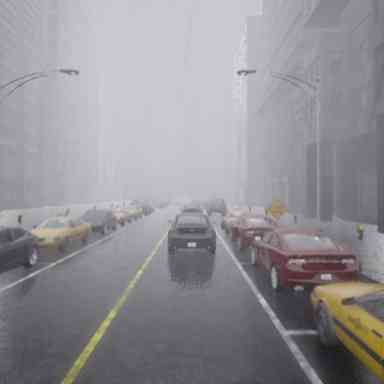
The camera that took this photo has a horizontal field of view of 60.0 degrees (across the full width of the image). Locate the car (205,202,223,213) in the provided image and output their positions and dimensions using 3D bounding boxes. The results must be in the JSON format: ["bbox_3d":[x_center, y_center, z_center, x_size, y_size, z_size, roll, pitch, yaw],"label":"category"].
[{"bbox_3d":[2.741,1.965,42.908,2.008,1.369,4.403,0,-1,0],"label":"car"}]

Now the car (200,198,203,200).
[{"bbox_3d":[2.736,2.079,54.188,2.008,1.369,4.403,0,-1,0],"label":"car"}]

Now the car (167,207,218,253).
[{"bbox_3d":[-0.003,1.643,14.295,1.837,1.490,4.892,0,0,0],"label":"car"}]

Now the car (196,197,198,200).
[{"bbox_3d":[2.724,2.389,82.389,1.947,1.339,4.313,0,-1,0],"label":"car"}]

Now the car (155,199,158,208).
[{"bbox_3d":[-5.784,1.938,42.728,1.752,1.417,4.829,0,-1,0],"label":"car"}]

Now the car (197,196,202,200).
[{"bbox_3d":[2.728,2.144,71.110,1.967,1.590,4.097,0,-1,0],"label":"car"}]

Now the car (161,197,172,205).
[{"bbox_3d":[-5.800,2.079,76.742,2.192,1.841,5.009,0,-1,0],"label":"car"}]

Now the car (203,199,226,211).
[{"bbox_3d":[2.743,1.673,37.270,2.192,1.841,5.009,0,-1,0],"label":"car"}]

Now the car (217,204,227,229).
[{"bbox_3d":[2.751,1.720,20.518,1.752,1.417,4.829,0,-1,0],"label":"car"}]

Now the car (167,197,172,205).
[{"bbox_3d":[-5.795,1.960,65.461,2.192,1.841,5.009,0,-1,0],"label":"car"}]

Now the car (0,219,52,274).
[{"bbox_3d":[-5.769,1.652,9.055,1.947,1.339,4.313,0,-1,0],"label":"car"}]

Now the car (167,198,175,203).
[{"bbox_3d":[-5.806,2.508,93.661,1.947,1.339,4.313,0,-1,0],"label":"car"}]

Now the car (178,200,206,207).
[{"bbox_3d":[-0.010,1.788,29.306,1.837,1.490,4.892,0,0,0],"label":"car"}]

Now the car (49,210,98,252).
[{"bbox_3d":[-5.771,1.663,14.525,1.752,1.417,4.829,0,-1,0],"label":"car"}]

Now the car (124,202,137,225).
[{"bbox_3d":[-5.777,1.771,25.806,1.752,1.417,4.829,0,-1,0],"label":"car"}]

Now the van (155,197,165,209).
[{"bbox_3d":[-5.790,1.869,54.181,1.690,1.788,3.998,0,-1,0],"label":"van"}]

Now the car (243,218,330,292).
[{"bbox_3d":[2.756,1.631,9.067,1.887,1.381,4.507,0,-1,0],"label":"car"}]

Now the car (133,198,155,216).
[{"bbox_3d":[-5.782,1.673,37.259,2.192,1.841,5.009,0,-1,0],"label":"car"}]

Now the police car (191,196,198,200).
[{"bbox_3d":[0.806,2.275,84.875,1.930,1.638,5.238,0,-1,-1],"label":"police car"}]

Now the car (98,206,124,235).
[{"bbox_3d":[-5.774,1.759,20.336,1.947,1.339,4.313,0,-1,0],"label":"car"}]

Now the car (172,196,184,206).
[{"bbox_3d":[-3.031,2.179,71.005,1.882,1.535,5.008,0,-1,0],"label":"car"}]

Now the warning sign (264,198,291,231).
[{"bbox_3d":[5.062,1.303,19.779,1.300,1.860,1.060,0,0,0],"label":"warning sign"}]

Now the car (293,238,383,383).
[{"bbox_3d":[2.758,1.560,3.597,1.752,1.417,4.829,0,-1,0],"label":"car"}]

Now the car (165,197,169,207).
[{"bbox_3d":[-5.792,2.137,59.819,2.008,1.369,4.403,0,-1,0],"label":"car"}]

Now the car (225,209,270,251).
[{"bbox_3d":[2.754,1.684,14.707,1.887,1.381,4.507,0,-1,0],"label":"car"}]

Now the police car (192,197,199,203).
[{"bbox_3d":[0.858,2.380,94.884,1.930,1.638,5.238,0,-1,0],"label":"police car"}]

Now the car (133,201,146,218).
[{"bbox_3d":[-5.779,1.826,31.447,1.752,1.417,4.829,0,-1,0],"label":"car"}]
